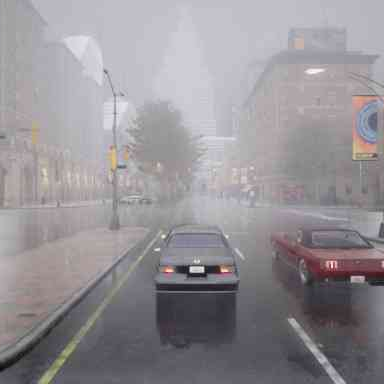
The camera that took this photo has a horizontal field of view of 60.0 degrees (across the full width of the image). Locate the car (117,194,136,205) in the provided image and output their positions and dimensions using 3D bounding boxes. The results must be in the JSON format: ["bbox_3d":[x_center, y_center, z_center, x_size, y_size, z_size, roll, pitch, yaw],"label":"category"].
[{"bbox_3d":[-11.618,1.526,58.918,1.812,1.442,4.674,0,0,0],"label":"car"}]

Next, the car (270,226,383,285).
[{"bbox_3d":[3.591,1.601,9.421,1.895,1.301,4.718,0,0,0],"label":"car"}]

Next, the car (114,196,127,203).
[{"bbox_3d":[-14.822,1.595,69.185,1.895,1.301,4.718,0,0,0],"label":"car"}]

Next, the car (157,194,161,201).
[{"bbox_3d":[-8.072,1.526,68.976,1.812,1.442,4.674,0,0,0],"label":"car"}]

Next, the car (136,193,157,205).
[{"bbox_3d":[-8.119,1.491,59.208,2.128,1.511,4.902,0,0,0],"label":"car"}]

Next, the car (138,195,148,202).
[{"bbox_3d":[-11.583,1.524,79.198,1.812,1.442,4.674,0,0,0],"label":"car"}]

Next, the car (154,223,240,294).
[{"bbox_3d":[0.092,1.547,8.938,2.033,1.411,5.357,0,0,0],"label":"car"}]
